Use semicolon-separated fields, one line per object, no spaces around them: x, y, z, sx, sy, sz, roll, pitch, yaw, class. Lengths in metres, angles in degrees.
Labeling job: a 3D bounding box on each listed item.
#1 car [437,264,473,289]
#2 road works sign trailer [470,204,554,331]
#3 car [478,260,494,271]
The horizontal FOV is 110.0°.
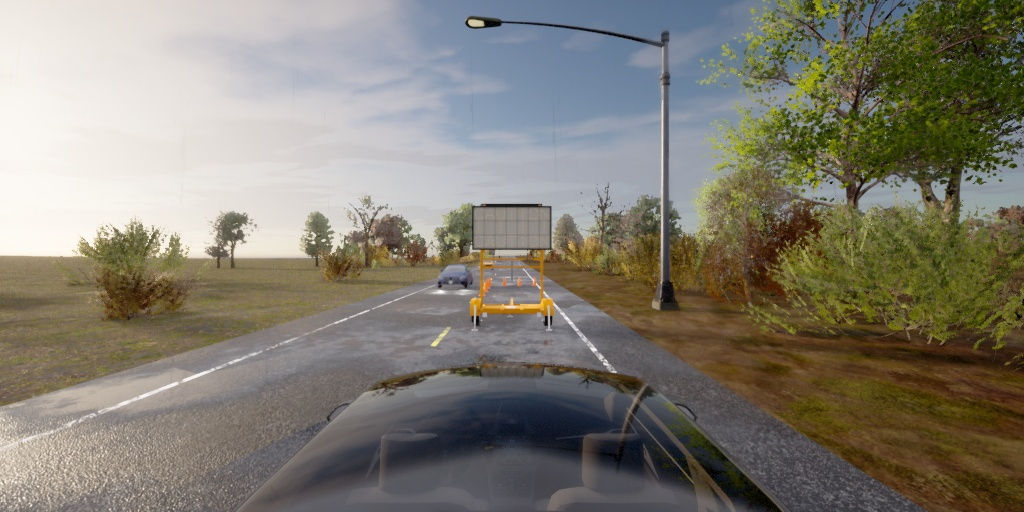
-3.606;1.269;23.425;1.812;1.442;4.674;0;0;0;car
-0.003;0.214;10.994;2.380;3.560;2.880;0;0;0;road works sign trailer
-3.515;1.194;49.173;1.882;1.535;5.008;0;0;0;car
